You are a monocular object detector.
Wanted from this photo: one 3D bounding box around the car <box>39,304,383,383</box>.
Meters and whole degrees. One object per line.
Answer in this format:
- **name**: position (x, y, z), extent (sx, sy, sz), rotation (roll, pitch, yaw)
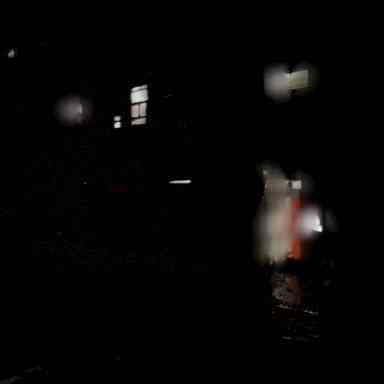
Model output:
- **car**: position (0.541, 1.586, 2.476), extent (4.206, 1.307, 1.802), rotation (0, 1, 35)
